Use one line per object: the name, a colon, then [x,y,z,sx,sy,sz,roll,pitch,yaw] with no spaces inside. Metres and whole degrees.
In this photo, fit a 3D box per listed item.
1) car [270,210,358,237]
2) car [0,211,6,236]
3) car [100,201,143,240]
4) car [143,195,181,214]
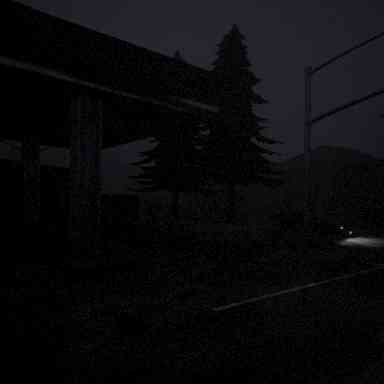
car: [7.213,1.838,20.509,2.033,1.411,5.357,1,0,-35]
car: [-11.719,1.519,18.431,2.242,1.667,4.611,1,0,-36]
car: [-4.587,1.445,18.252,1.905,1.878,3.866,1,0,-36]
car: [-3.344,1.388,35.360,2.150,2.045,5.566,1,0,-35]
